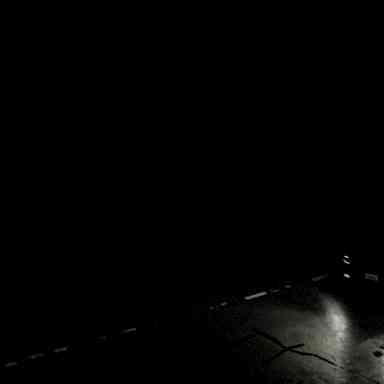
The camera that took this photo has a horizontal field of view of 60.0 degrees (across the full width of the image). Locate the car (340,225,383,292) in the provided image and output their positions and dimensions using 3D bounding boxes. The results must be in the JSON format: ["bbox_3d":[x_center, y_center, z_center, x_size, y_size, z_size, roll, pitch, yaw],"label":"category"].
[{"bbox_3d":[5.540,1.361,7.971,5.008,1.535,1.882,-1,1,-36],"label":"car"}]
